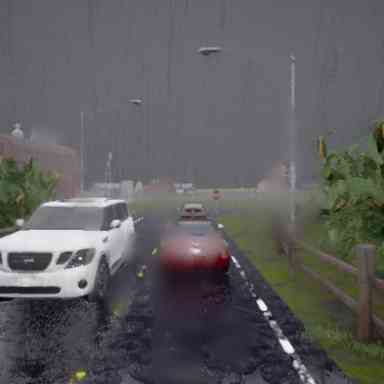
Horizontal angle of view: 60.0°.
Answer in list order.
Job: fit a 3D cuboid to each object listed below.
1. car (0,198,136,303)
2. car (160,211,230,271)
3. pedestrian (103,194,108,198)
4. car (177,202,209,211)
[{"bbox_3d":[-2.847,1.191,8.466,2.150,2.045,5.566,0,0,0],"label":"car"},{"bbox_3d":[0.089,1.530,10.758,1.994,1.385,4.181,0,0,0],"label":"car"},{"bbox_3d":[-11.213,1.121,42.974,0.375,1.860,0.375,0,1,4],"label":"pedestrian"},{"bbox_3d":[0.077,1.434,22.275,1.837,1.490,4.892,0,-1,0],"label":"car"}]
